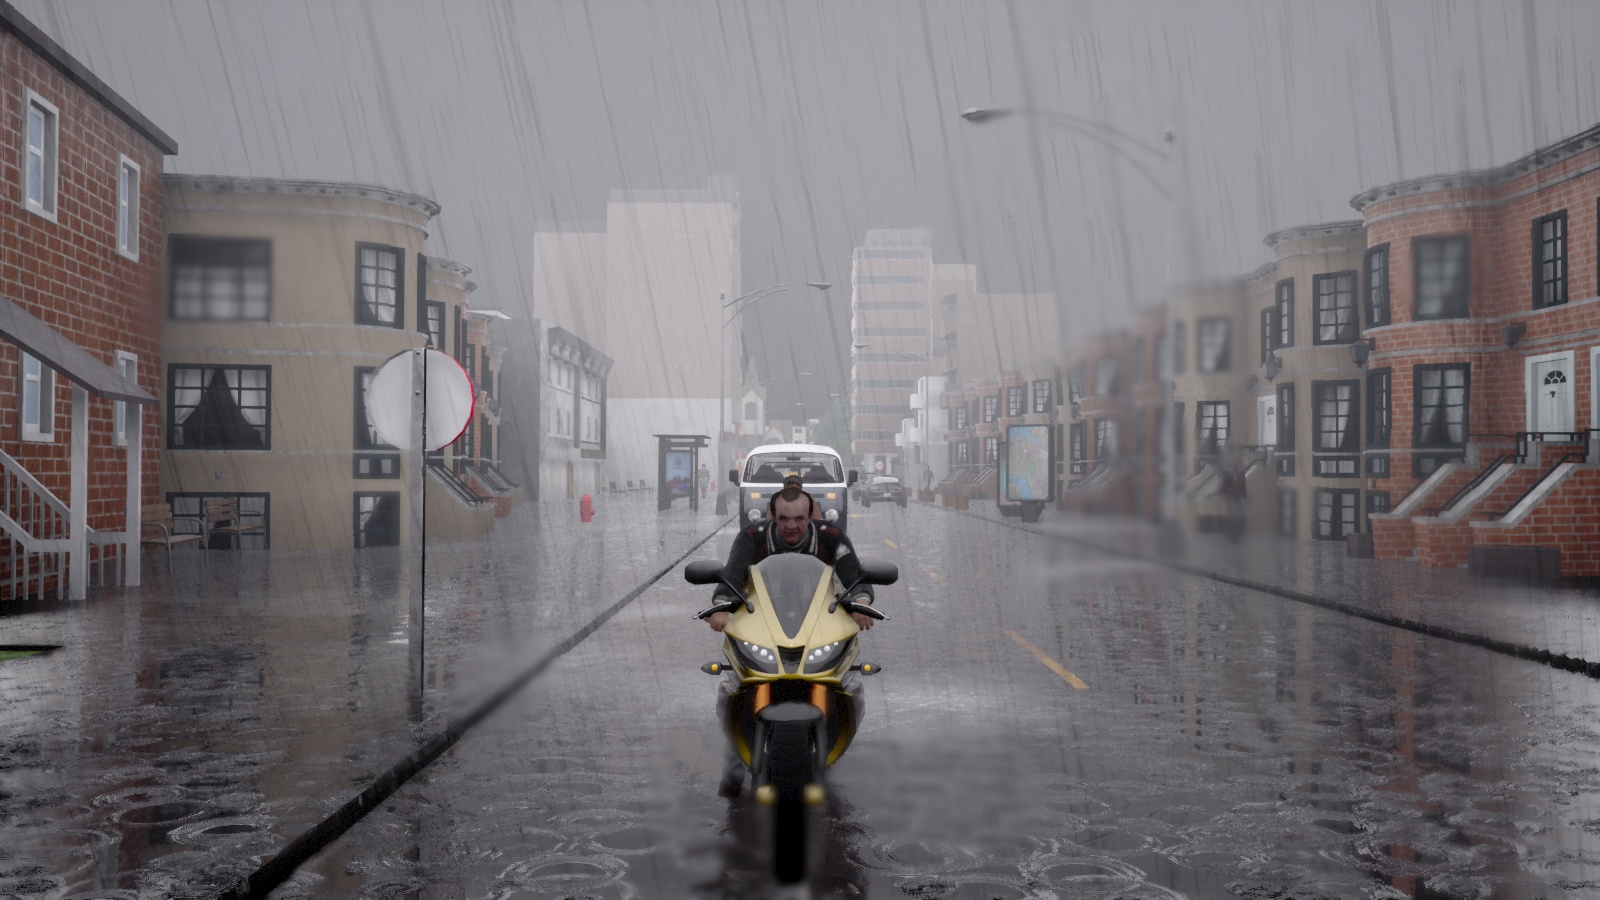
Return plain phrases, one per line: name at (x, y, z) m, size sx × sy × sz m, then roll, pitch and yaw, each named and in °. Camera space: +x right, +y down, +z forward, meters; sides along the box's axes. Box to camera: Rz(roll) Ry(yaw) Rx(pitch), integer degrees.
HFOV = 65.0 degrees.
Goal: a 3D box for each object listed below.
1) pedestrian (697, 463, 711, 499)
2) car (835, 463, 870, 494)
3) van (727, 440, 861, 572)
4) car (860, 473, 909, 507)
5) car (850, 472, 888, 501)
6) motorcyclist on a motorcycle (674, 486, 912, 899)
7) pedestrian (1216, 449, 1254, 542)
pedestrian at (-5.220, 1.687, 68.184) m, size 0.659 × 1.952 × 0.873 m, roll 0°, pitch -1°, yaw 0°
car at (3.571, 1.977, 87.040) m, size 2.150 × 2.045 × 5.566 m, roll 0°, pitch -1°, yaw 0°
van at (-0.106, 0.902, 21.712) m, size 2.069 × 2.038 × 4.480 m, roll 0°, pitch -1°, yaw 0°
car at (3.740, 1.767, 56.220) m, size 1.812 × 1.442 × 4.674 m, roll 0°, pitch -1°, yaw 0°
car at (3.688, 1.944, 67.459) m, size 1.845 × 1.501 × 3.633 m, roll 0°, pitch -1°, yaw 0°
motorcyclist on a motorcycle at (-0.032, 0.945, 5.682) m, size 0.866 × 1.530 × 2.191 m, roll 0°, pitch -1°, yaw 0°
pedestrian at (8.829, 0.916, 25.497) m, size 0.376 × 1.854 × 0.720 m, roll 0°, pitch -1°, yaw -13°
